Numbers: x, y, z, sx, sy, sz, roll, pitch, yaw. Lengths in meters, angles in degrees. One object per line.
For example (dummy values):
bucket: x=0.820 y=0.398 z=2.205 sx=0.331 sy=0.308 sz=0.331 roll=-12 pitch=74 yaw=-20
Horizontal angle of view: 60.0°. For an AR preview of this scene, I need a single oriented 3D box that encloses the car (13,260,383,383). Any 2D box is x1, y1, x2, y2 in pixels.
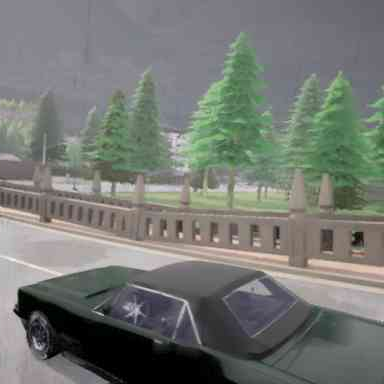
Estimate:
car: x=-0.216 y=1.573 z=4.146 sx=4.718 sy=1.301 sz=1.895 roll=1 pitch=1 yaw=36
